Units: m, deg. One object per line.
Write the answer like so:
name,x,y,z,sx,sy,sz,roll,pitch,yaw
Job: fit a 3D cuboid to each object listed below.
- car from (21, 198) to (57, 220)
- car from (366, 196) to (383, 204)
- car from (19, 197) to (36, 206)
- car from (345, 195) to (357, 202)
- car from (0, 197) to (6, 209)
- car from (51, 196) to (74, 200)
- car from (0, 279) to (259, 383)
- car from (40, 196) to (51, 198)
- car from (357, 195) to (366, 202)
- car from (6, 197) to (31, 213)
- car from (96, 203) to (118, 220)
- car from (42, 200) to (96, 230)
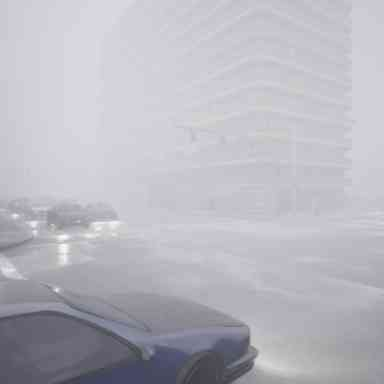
car,-13.222,1.528,28.911,1.812,1.442,4.674,0,0,-35
car,32.770,1.352,56.358,2.033,1.411,5.357,0,0,-12
car,-27.504,1.545,55.491,1.994,1.385,4.181,0,0,-35
car,29.705,1.211,66.580,1.882,1.535,5.008,0,0,-26
car,-25.497,1.456,46.419,1.882,1.535,5.008,0,1,-35
car,-12.761,1.465,34.320,1.882,1.535,5.008,0,0,-35
car,-1.751,1.557,2.831,5.357,1.411,2.033,1,0,-41
car,-18.399,1.331,42.385,2.097,1.767,4.553,0,0,-35
car,33.301,1.245,67.116,1.994,1.385,4.181,0,0,-26
car,-18.906,1.343,36.992,2.097,1.767,4.553,0,0,-35
car,-7.599,1.561,26.971,1.994,1.385,4.181,0,0,-35
car,-8.081,1.516,21.567,1.837,1.490,4.892,0,0,-35
